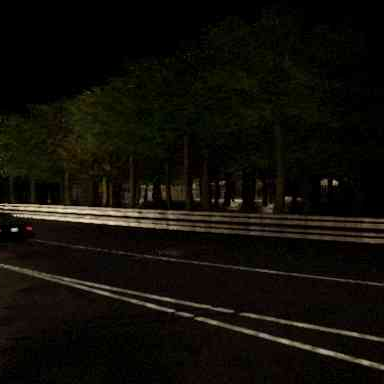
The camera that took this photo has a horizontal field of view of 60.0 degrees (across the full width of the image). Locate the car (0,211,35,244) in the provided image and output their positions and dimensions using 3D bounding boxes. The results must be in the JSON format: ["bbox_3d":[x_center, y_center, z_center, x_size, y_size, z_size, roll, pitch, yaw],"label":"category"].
[{"bbox_3d":[-9.105,1.556,14.686,5.357,1.411,2.033,0,0,35],"label":"car"}]
